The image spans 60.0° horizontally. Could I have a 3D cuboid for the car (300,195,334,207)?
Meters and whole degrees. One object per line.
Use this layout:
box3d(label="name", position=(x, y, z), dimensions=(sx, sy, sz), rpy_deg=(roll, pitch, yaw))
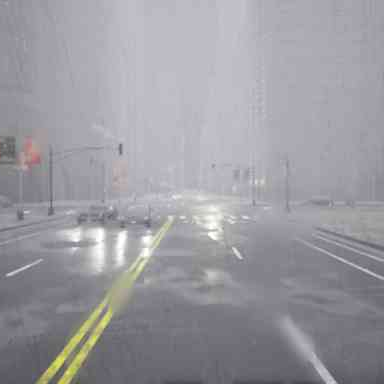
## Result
box3d(label="car", position=(16.687, 1.167, 44.598), dimensions=(4.097, 1.590, 1.967), rpy_deg=(0, 1, 0))

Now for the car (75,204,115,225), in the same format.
box3d(label="car", position=(-6.514, 1.506, 23.269), dimensions=(1.895, 1.301, 4.718), rpy_deg=(0, 0, 0))

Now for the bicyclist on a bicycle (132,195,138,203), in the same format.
box3d(label="bicyclist on a bicycle", position=(-8.356, 1.234, 48.906), dimensions=(0.866, 1.612, 1.509), rpy_deg=(1, 0, 4))

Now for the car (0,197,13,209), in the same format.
box3d(label="car", position=(-24.726, 1.286, 41.477), dimensions=(4.097, 1.590, 1.967), rpy_deg=(0, 1, 0))

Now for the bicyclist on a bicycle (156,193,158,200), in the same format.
box3d(label="bicyclist on a bicycle", position=(-8.746, 1.122, 82.399), dimensions=(0.582, 1.620, 1.656), rpy_deg=(0, 1, 0))

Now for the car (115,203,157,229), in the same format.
box3d(label="car", position=(-3.288, 1.440, 21.133), dimensions=(1.812, 1.442, 4.674), rpy_deg=(0, 0, 1))

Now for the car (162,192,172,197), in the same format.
box3d(label="car", position=(-6.484, 0.731, 91.081), dimensions=(1.882, 1.535, 5.008), rpy_deg=(0, 0, 0))
